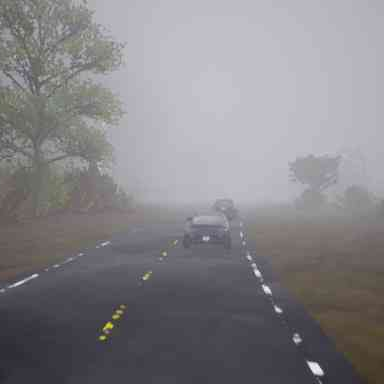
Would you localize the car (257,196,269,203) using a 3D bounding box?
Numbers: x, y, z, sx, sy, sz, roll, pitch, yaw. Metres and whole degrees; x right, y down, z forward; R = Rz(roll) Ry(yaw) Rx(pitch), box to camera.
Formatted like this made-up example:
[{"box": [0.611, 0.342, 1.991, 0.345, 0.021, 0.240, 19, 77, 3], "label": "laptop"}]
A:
[{"box": [16.109, 1.592, 75.233, 2.128, 1.511, 4.902, 0, 0, 23], "label": "car"}]

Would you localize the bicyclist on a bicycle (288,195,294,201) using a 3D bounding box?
[{"box": [26.347, 1.519, 89.605, 0.866, 1.612, 1.509, -1, 0, 23], "label": "bicyclist on a bicycle"}]

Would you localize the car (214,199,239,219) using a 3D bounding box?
[{"box": [2.981, 1.383, 29.118, 2.097, 1.767, 4.553, 0, 0, 12], "label": "car"}]

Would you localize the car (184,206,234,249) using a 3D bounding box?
[{"box": [0.748, 1.538, 14.473, 1.812, 1.442, 4.674, 0, 0, 6], "label": "car"}]
